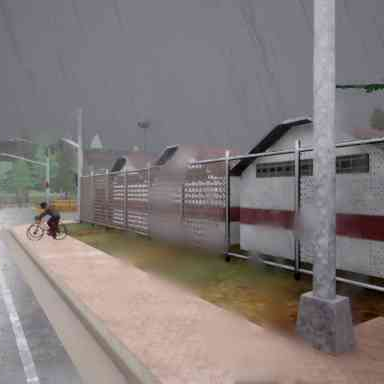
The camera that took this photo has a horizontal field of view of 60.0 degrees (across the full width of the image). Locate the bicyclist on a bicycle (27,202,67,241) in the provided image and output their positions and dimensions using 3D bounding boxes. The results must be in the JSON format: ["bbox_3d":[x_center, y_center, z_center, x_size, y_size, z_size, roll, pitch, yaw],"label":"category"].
[{"bbox_3d":[-6.268,1.301,14.392,1.656,1.620,0.582,0,0,-14],"label":"bicyclist on a bicycle"}]

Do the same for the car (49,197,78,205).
[{"bbox_3d":[-19.428,1.505,50.150,4.892,1.490,1.837,0,0,-35],"label":"car"}]

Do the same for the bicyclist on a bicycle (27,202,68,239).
[{"bbox_3d":[-6.782,1.301,15.612,1.656,1.620,0.582,0,0,-39],"label":"bicyclist on a bicycle"}]
